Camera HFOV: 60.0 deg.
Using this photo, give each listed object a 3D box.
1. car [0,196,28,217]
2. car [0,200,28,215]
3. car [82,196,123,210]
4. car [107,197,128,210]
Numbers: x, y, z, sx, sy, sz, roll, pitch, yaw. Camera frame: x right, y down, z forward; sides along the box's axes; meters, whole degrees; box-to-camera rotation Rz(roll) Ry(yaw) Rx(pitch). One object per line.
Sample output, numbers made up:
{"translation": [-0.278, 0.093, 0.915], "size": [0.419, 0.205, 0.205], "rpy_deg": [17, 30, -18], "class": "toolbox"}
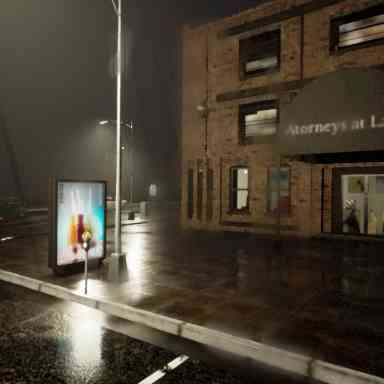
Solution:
{"translation": [-16.006, 1.231, 27.136], "size": [2.097, 1.767, 4.553], "rpy_deg": [1, 1, 35], "class": "car"}
{"translation": [-17.745, 1.428, 30.348], "size": [1.895, 1.301, 4.718], "rpy_deg": [1, 1, 33], "class": "car"}
{"translation": [-10.702, 1.280, 40.024], "size": [1.812, 1.442, 4.674], "rpy_deg": [1, 1, 36], "class": "car"}
{"translation": [-9.163, 1.333, 36.614], "size": [1.812, 1.442, 4.674], "rpy_deg": [1, 1, 36], "class": "car"}
